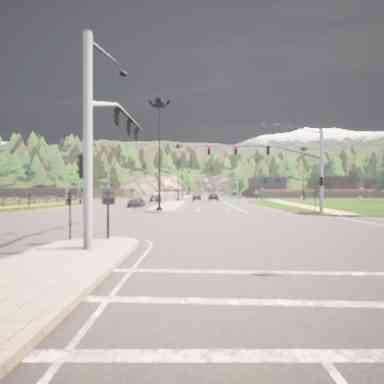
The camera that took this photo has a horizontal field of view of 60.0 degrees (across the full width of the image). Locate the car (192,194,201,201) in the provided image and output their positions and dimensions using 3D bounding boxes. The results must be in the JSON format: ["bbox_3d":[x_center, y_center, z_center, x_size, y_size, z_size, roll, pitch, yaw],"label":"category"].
[{"bbox_3d":[0.991,1.107,70.472,2.128,1.511,4.902,0,0,1],"label":"car"}]

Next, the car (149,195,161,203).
[{"bbox_3d":[-7.107,1.263,64.616,2.128,1.511,4.902,0,0,1],"label":"car"}]

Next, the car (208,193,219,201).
[{"bbox_3d":[4.491,0.938,70.389,2.097,1.767,4.553,0,0,1],"label":"car"}]

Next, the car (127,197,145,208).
[{"bbox_3d":[-7.499,1.368,44.639,1.812,1.442,4.674,0,1,1],"label":"car"}]
